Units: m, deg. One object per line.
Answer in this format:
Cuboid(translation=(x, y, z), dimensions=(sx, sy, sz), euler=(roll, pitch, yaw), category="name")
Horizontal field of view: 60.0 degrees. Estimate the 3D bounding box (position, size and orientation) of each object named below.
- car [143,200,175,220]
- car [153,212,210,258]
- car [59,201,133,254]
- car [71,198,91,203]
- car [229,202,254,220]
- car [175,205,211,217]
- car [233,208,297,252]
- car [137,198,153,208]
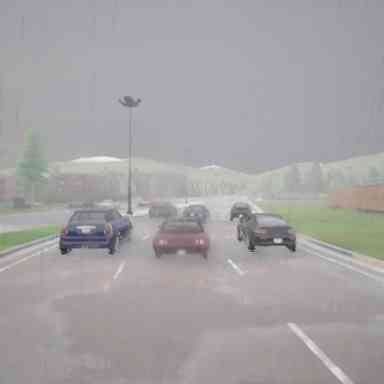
Cuboid(translation=(-2.564, 1.691, 30.431), dimensions=(2.128, 1.511, 4.902), euler=(0, 0, 8), category="car")
Cuboid(translation=(-0.375, 1.686, 13.057), dimensions=(1.895, 1.301, 4.718), euler=(0, 0, -1), category="car")
Cuboid(translation=(-3.864, 1.444, 14.154), dimensions=(2.097, 1.767, 4.553), euler=(0, 0, -1), category="car")
Cuboid(translation=(-15.563, 1.656, 46.710), dimensions=(2.097, 1.767, 4.553), euler=(0, 0, 8), category="car")
Cuboid(translation=(4.395, 1.701, 29.649), dimensions=(1.837, 1.490, 4.892), euler=(0, 0, 8), category="car")
Cuboid(translation=(0.374, 1.720, 26.321), dimensions=(2.033, 1.411, 5.357), euler=(0, 0, 8), category="car")
Cuboid(translation=(3.102, 1.621, 14.377), dimensions=(1.812, 1.442, 4.674), euler=(0, -1, -1), category="car")
Cuboid(translation=(-7.432, 1.703, 53.971), dimensions=(2.097, 1.767, 4.553), euler=(0, 0, 9), category="car")
